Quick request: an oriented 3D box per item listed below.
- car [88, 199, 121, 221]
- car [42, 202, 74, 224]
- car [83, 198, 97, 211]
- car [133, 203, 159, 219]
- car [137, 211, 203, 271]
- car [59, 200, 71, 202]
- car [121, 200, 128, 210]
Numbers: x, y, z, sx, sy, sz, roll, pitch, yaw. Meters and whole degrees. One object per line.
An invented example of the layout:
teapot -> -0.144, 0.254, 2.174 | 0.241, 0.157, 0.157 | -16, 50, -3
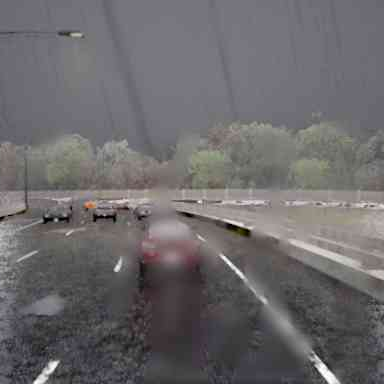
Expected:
car -> -7.545, 1.658, 28.733 | 2.128, 1.511, 4.902 | 0, 0, -15
car -> -10.549, 1.771, 26.589 | 1.895, 1.301, 4.718 | 0, 0, -15
car -> -13.522, 1.622, 45.106 | 2.097, 1.767, 4.553 | 0, 0, -24
car -> -4.116, 1.704, 29.660 | 2.033, 1.411, 5.357 | 0, 0, -16
car -> -0.746, 1.581, 11.033 | 1.812, 1.442, 4.674 | 0, 0, -5
car -> -16.811, 1.770, 43.919 | 2.128, 1.511, 4.902 | 0, 0, -24
car -> -10.289, 1.827, 46.440 | 1.994, 1.385, 4.181 | 0, 0, -24
